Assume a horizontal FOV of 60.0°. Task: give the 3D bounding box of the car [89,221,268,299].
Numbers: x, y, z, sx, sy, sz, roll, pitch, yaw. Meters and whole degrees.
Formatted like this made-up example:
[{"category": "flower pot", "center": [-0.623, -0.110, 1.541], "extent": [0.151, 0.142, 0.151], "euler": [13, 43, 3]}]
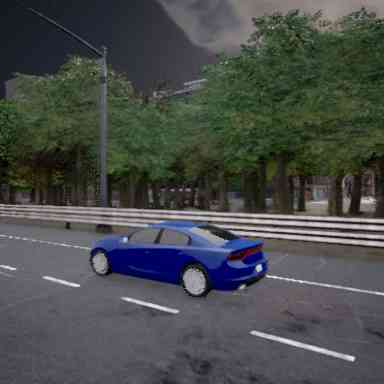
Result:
[{"category": "car", "center": [-0.578, 1.498, 8.582], "extent": [5.008, 1.535, 1.882], "euler": [0, 0, 36]}]
